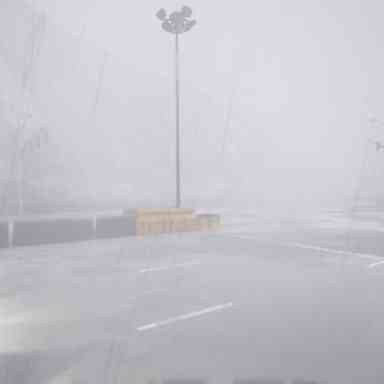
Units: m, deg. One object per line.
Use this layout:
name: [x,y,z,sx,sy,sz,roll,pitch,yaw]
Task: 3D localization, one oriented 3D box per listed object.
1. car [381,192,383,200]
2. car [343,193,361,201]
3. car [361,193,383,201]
car: [40.796,0.741,67.580,4.902,1.511,2.128,-1,0,-36]
car: [28.733,0.908,58.919,4.674,1.442,1.812,-1,0,-35]
car: [31.570,0.863,56.654,4.902,1.511,2.128,-1,0,-35]
